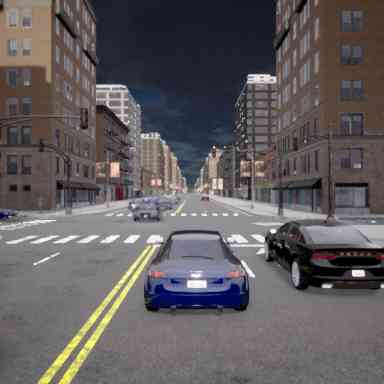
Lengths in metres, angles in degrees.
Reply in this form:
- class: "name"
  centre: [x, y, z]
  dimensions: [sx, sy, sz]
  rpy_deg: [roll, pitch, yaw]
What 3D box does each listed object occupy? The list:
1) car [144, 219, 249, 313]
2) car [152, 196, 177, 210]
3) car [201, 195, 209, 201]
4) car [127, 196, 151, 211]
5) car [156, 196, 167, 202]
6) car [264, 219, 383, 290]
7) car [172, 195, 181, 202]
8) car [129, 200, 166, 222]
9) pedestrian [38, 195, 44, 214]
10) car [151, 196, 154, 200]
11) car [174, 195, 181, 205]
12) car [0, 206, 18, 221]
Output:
- class: "car"
  centre: [0.082, 1.563, 7.759]
  dimensions: [1.994, 1.385, 4.181]
  rpy_deg: [0, 0, 0]
- class: "car"
  centre: [-3.385, 1.540, 41.980]
  dimensions: [2.033, 1.411, 5.357]
  rpy_deg: [0, 0, 0]
- class: "car"
  centre: [3.187, 1.454, 80.561]
  dimensions: [1.882, 1.535, 5.008]
  rpy_deg: [0, 0, 0]
- class: "car"
  centre: [-6.634, 1.484, 40.619]
  dimensions: [2.128, 1.511, 4.902]
  rpy_deg: [0, 0, 0]
- class: "car"
  centre: [-6.558, 1.530, 72.629]
  dimensions: [1.994, 1.385, 4.181]
  rpy_deg: [0, 0, 0]
- class: "car"
  centre: [3.331, 1.477, 9.137]
  dimensions: [1.882, 1.535, 5.008]
  rpy_deg: [0, 0, 0]
- class: "car"
  centre: [-3.308, 1.372, 73.184]
  dimensions: [1.837, 1.490, 4.892]
  rpy_deg: [0, 0, 0]
- class: "car"
  centre: [-3.372, 1.568, 26.040]
  dimensions: [1.994, 1.385, 4.181]
  rpy_deg: [0, 0, 0]
- class: "pedestrian"
  centre: [-14.166, 1.165, 31.071]
  dimensions: [0.375, 1.860, 0.375]
  rpy_deg: [0, 0, 0]
- class: "car"
  centre: [-6.631, 1.464, 57.397]
  dimensions: [1.882, 1.535, 5.008]
  rpy_deg: [0, 0, 0]
- class: "car"
  centre: [-3.377, 1.512, 57.596]
  dimensions: [1.812, 1.442, 4.674]
  rpy_deg: [0, 0, 0]
- class: "car"
  centre: [-15.975, 1.602, 25.250]
  dimensions: [4.718, 1.301, 1.895]
  rpy_deg: [0, 0, 1]
